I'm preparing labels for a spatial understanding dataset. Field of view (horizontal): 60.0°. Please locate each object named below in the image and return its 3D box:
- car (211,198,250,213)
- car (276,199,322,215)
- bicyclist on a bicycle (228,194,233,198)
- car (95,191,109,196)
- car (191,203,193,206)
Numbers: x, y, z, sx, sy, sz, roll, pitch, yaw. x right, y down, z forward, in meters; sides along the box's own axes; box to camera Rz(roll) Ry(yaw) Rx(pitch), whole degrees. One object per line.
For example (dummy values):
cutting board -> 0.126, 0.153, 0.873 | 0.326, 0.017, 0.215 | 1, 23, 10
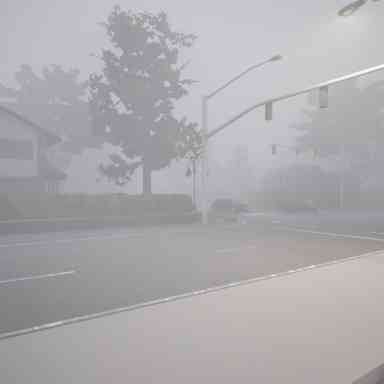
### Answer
car -> 4.081, 1.416, 35.739 | 1.837, 1.490, 4.892 | 0, 0, -36
car -> 10.591, 1.444, 33.101 | 1.812, 1.442, 4.674 | 0, 0, -36
bicyclist on a bicycle -> 5.860, 1.176, 51.028 | 1.656, 1.620, 0.582 | 0, 0, -36
car -> -20.443, 0.855, 75.209 | 2.150, 2.045, 5.566 | 0, 0, -36
car -> -1.823, 1.241, 43.779 | 2.097, 1.767, 4.553 | 0, 0, -36
